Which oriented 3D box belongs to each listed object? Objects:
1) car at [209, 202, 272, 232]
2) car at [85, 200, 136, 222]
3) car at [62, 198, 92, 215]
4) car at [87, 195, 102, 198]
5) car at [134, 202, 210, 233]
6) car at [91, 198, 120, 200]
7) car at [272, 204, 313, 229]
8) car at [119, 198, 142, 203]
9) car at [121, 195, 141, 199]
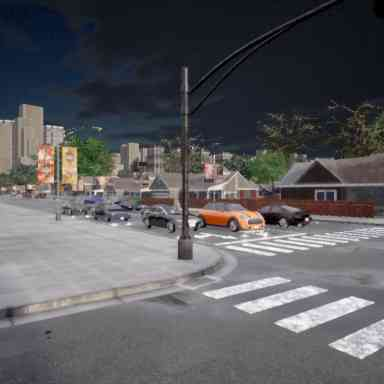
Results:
[{"bbox_3d":[2.366,1.437,20.911,2.097,1.767,4.553,0,0,-36],"label":"car"},{"bbox_3d":[-7.092,1.707,28.555,2.033,1.411,5.357,0,0,-36],"label":"car"},{"bbox_3d":[-13.105,1.728,37.033,1.837,1.490,4.892,0,0,-35],"label":"car"},{"bbox_3d":[-18.167,1.568,61.274,2.150,2.045,5.566,0,0,-35],"label":"car"},{"bbox_3d":[-1.378,1.590,20.540,2.128,1.511,4.902,0,0,-35],"label":"car"},{"bbox_3d":[-10.568,1.785,39.073,1.994,1.385,4.181,0,0,-35],"label":"car"},{"bbox_3d":[5.585,1.556,22.295,1.882,1.535,5.008,0,0,-35],"label":"car"},{"bbox_3d":[-8.234,1.826,41.724,1.895,1.301,4.718,0,0,-35],"label":"car"},{"bbox_3d":[-9.331,1.483,48.876,2.150,2.045,5.566,0,0,-36],"label":"car"}]
